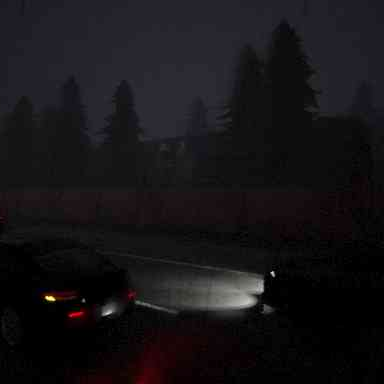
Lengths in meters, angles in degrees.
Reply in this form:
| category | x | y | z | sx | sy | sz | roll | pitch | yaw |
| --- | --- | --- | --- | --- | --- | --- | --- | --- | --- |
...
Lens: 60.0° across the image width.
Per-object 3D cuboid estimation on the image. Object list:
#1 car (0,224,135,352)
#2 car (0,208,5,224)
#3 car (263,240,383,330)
| category | x | y | z | sx | sy | sz | roll | pitch | yaw |
| --- | --- | --- | --- | --- | --- | --- | --- | --- | --- |
| car | -3.085 | 1.552 | 6.193 | 4.674 | 1.442 | 1.812 | 0 | 0 | 35 |
| car | -11.454 | 1.304 | 16.463 | 5.566 | 2.045 | 2.150 | 0 | 0 | 36 |
| car | 3.411 | 1.566 | 5.858 | 4.181 | 1.385 | 1.994 | 0 | 0 | 36 |
